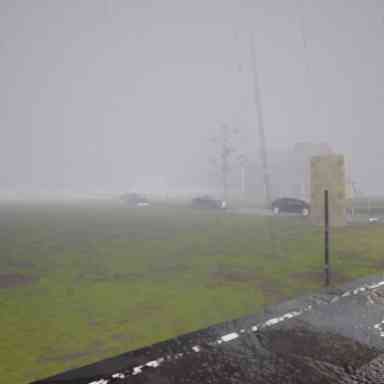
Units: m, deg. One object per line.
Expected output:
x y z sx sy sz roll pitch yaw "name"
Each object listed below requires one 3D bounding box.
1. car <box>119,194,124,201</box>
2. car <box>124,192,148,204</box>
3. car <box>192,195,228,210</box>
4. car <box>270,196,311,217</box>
-11.811 0.836 61.416 2.097 1.767 4.553 -1 1 -35 "car"
-8.395 1.120 51.523 1.994 1.385 4.181 -1 1 -34 "car"
1.929 1.093 36.737 2.128 1.511 4.902 -1 1 -35 "car"
8.605 1.141 27.231 1.837 1.490 4.892 -1 1 -35 "car"
